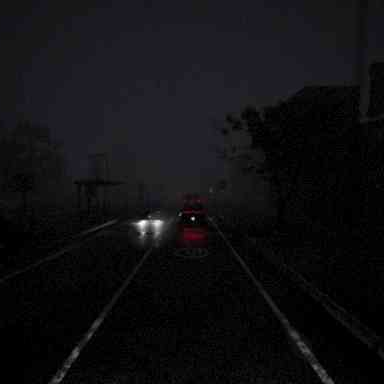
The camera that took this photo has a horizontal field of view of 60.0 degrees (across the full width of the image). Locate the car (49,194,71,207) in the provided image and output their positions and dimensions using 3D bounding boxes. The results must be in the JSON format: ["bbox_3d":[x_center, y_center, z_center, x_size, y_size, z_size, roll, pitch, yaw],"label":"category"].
[{"bbox_3d":[-22.010,1.510,51.146,5.366,1.575,1.946,0,0,0],"label":"car"}]

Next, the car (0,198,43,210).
[{"bbox_3d":[-22.178,1.509,42.822,5.008,1.535,2.097,0,0,0],"label":"car"}]

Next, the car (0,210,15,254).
[{"bbox_3d":[-8.813,1.505,10.395,5.366,1.575,1.946,0,0,0],"label":"car"}]

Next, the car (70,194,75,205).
[{"bbox_3d":[-22.234,1.545,53.923,4.792,1.488,2.163,0,0,0],"label":"car"}]

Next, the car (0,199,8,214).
[{"bbox_3d":[-22.143,1.507,34.495,5.008,1.535,2.097,0,0,0],"label":"car"}]

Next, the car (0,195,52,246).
[{"bbox_3d":[-8.978,1.256,13.198,5.566,2.045,2.435,0,0,0],"label":"car"}]

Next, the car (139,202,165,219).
[{"bbox_3d":[-3.395,1.565,29.250,2.033,1.411,5.357,0,0,0],"label":"car"}]

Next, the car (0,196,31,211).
[{"bbox_3d":[-22.195,1.382,40.046,4.553,1.767,2.185,0,0,0],"label":"car"}]

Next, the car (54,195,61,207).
[{"bbox_3d":[-22.217,1.541,48.371,4.792,1.488,2.163,0,0,0],"label":"car"}]

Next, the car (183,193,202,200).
[{"bbox_3d":[0.030,1.190,40.971,2.150,2.045,5.566,0,0,1],"label":"car"}]

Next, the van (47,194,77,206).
[{"bbox_3d":[-22.095,1.291,56.697,4.442,1.987,1.878,0,0,0],"label":"van"}]

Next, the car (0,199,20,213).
[{"bbox_3d":[-22.154,1.547,37.270,4.674,1.452,2.002,0,0,0],"label":"car"}]

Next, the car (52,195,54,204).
[{"bbox_3d":[-22.174,1.511,45.597,4.892,1.521,2.231,0,0,0],"label":"car"}]

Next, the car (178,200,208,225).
[{"bbox_3d":[0.062,1.524,24.256,1.837,1.490,4.892,0,-1,0],"label":"car"}]
